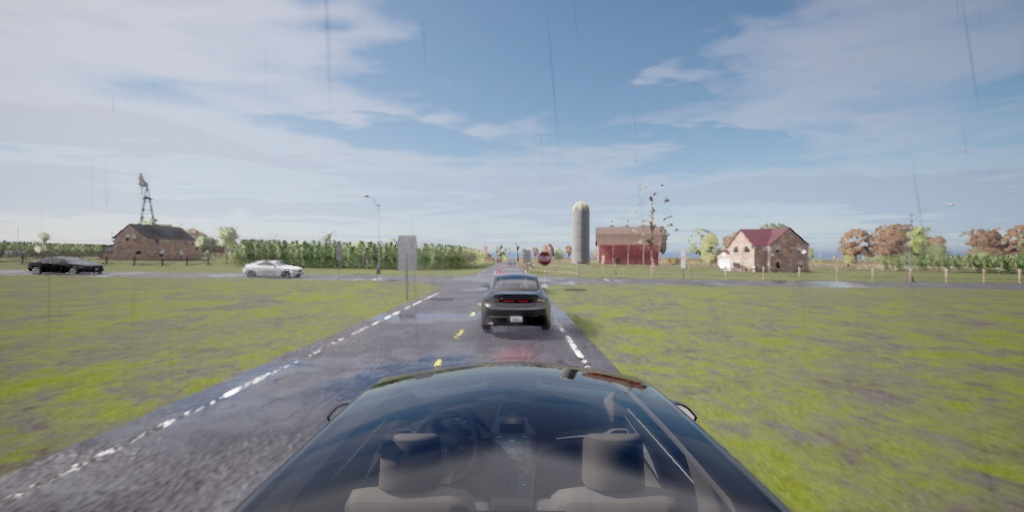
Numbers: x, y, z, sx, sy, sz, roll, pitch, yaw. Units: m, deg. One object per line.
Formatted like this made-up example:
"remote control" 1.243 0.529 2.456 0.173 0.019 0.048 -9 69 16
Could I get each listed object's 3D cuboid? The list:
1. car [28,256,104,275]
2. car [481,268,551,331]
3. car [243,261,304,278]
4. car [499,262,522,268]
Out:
"car" -37.986 0.808 30.634 5.008 1.535 1.882 1 0 0
"car" 0.106 1.287 11.120 1.837 1.490 4.892 0 0 0
"car" -20.344 1.123 30.671 4.674 1.442 1.812 1 0 0
"car" -0.104 1.299 21.672 1.882 1.535 5.008 0 0 -3
